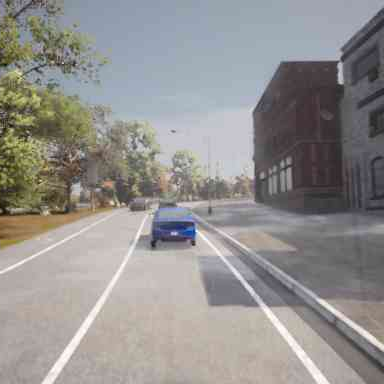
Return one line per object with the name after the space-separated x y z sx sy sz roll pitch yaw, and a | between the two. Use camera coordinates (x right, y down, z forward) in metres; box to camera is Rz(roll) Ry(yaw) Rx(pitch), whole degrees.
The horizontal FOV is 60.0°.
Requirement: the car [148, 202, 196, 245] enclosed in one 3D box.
-0.919 1.474 15.501 1.882 1.535 5.008 0 0 -5 | car

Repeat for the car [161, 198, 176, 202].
-2.416 1.407 33.944 1.837 1.490 4.892 0 1 -2 | car

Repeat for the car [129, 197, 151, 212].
-5.818 1.394 37.733 1.837 1.490 4.892 -1 0 2 | car
